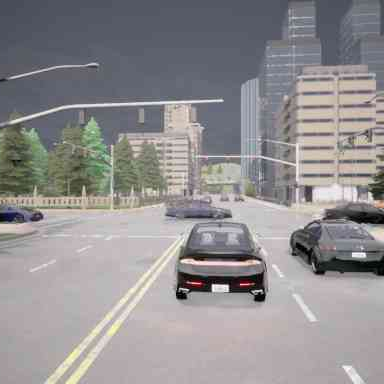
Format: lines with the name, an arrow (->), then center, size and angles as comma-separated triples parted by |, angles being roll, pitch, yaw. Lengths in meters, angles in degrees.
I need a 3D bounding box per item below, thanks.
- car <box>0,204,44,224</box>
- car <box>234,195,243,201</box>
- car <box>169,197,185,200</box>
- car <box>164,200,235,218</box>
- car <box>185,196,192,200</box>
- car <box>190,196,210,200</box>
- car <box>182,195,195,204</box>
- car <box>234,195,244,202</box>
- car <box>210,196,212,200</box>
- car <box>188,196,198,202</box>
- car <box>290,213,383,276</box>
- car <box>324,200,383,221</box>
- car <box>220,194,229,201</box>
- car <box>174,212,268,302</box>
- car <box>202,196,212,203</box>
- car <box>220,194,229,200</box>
car -> -13.064, 1.564, 24.246 | 4.181, 1.385, 1.994 | 0, 0, 9
car -> 11.821, 1.537, 85.420 | 2.033, 1.411, 5.357 | 0, 0, 5
car -> -2.527, 1.564, 46.515 | 1.994, 1.385, 4.181 | 0, 0, 5
car -> 0.525, 1.547, 26.596 | 5.357, 1.411, 2.033 | 0, 0, 5
car -> -1.644, 1.547, 55.715 | 2.033, 1.411, 5.357 | 0, 0, 6
car -> 1.255, 1.601, 49.309 | 1.895, 1.301, 4.718 | 0, 0, 5
car -> -0.675, 1.478, 65.398 | 1.882, 1.535, 5.008 | 0, 0, 6
car -> 10.935, 1.591, 76.114 | 1.895, 1.301, 4.718 | 0, 0, 5
car -> 2.142, 1.601, 58.430 | 1.895, 1.301, 4.718 | 0, 0, 6
car -> 0.314, 1.595, 75.337 | 1.895, 1.301, 4.718 | 0, 0, 5
car -> 4.393, 1.564, 10.413 | 1.994, 1.385, 4.181 | 0, 0, 5
car -> 11.329, 1.477, 22.061 | 5.008, 1.535, 1.882 | 0, 0, 5
car -> 8.334, 1.353, 85.722 | 2.097, 1.767, 4.553 | 0, 0, 5
car -> 0.702, 1.492, 8.303 | 2.128, 1.511, 4.902 | 0, 0, 5
car -> 3.170, 1.505, 68.475 | 1.837, 1.490, 4.892 | 0, 0, 6
car -> 7.544, 1.549, 77.419 | 1.994, 1.385, 4.181 | 0, 0, 5
